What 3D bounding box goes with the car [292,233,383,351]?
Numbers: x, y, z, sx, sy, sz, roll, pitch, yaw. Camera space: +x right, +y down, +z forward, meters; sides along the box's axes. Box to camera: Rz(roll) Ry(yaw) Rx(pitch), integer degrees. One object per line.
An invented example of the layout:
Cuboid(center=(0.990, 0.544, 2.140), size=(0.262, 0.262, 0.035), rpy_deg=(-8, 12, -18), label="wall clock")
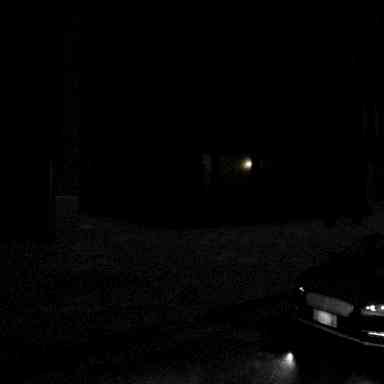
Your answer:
Cuboid(center=(3.879, 1.544, 6.140), size=(4.902, 1.511, 2.128), rpy_deg=(1, 0, -35), label="car")
